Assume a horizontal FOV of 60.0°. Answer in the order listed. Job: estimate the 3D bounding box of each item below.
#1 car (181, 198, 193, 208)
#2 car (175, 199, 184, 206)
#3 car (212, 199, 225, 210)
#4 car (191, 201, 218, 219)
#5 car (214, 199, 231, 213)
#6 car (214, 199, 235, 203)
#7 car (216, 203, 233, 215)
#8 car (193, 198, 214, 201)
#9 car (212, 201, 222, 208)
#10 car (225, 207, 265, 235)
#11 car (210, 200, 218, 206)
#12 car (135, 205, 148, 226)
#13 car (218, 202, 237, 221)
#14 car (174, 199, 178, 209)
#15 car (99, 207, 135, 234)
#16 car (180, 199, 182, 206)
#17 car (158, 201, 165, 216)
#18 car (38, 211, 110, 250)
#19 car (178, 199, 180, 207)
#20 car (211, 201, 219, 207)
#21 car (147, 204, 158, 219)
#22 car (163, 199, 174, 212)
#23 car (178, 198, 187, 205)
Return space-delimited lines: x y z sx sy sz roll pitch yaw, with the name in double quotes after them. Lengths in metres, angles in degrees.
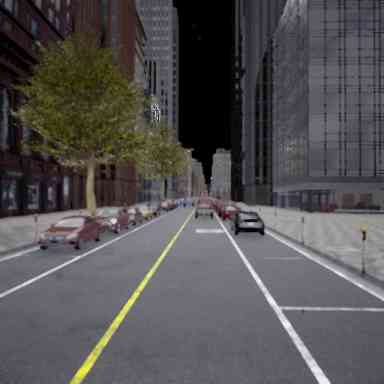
-0.602 2.200 69.578 2.150 2.045 5.566 0 -1 2 "car"
-2.997 2.626 82.847 1.967 1.590 4.097 0 -1 2 "car"
4.735 2.166 60.000 2.192 1.841 5.009 0 -1 2 "car"
1.274 1.962 34.641 2.128 1.511 4.902 0 -1 2 "car"
4.340 2.001 48.729 2.192 1.841 5.009 0 -1 2 "car"
3.945 1.836 37.460 2.192 1.841 5.009 0 -1 2 "car"
4.141 2.169 43.090 1.947 1.339 4.313 0 -1 2 "car"
1.637 1.842 44.930 2.150 2.045 5.566 0 -1 2 "car"
4.937 2.464 65.800 1.752 1.417 4.829 0 -1 2 "car"
3.352 1.848 20.552 1.947 1.339 4.313 0 -1 2 "car"
5.720 2.852 88.168 1.887 1.381 4.507 0 -1 2 "car"
-4.970 1.915 26.491 1.802 1.307 4.206 0 -1 2 "car"
3.747 1.984 31.822 1.887 1.381 4.507 0 -1 2 "car"
-3.982 2.056 54.672 2.192 1.841 5.009 0 -1 2 "car"
-5.167 1.695 20.856 1.967 1.590 4.097 0 -1 2 "car"
-3.588 2.491 65.938 1.802 1.307 4.206 0 -1 2 "car"
-4.576 2.060 37.762 1.947 1.339 4.313 0 -1 2 "car"
-5.365 1.761 15.220 1.802 1.307 4.206 0 -1 2 "car"
-3.786 2.390 60.305 1.947 1.339 4.313 0 -1 2 "car"
5.325 2.701 76.898 1.802 1.307 4.206 0 -1 2 "car"
-4.778 1.935 31.956 1.752 1.417 4.829 0 -1 2 "car"
-4.181 2.203 49.033 1.887 1.381 4.507 0 -1 2 "car"
-2.601 2.690 94.120 2.192 1.841 5.009 0 -1 2 "car"
